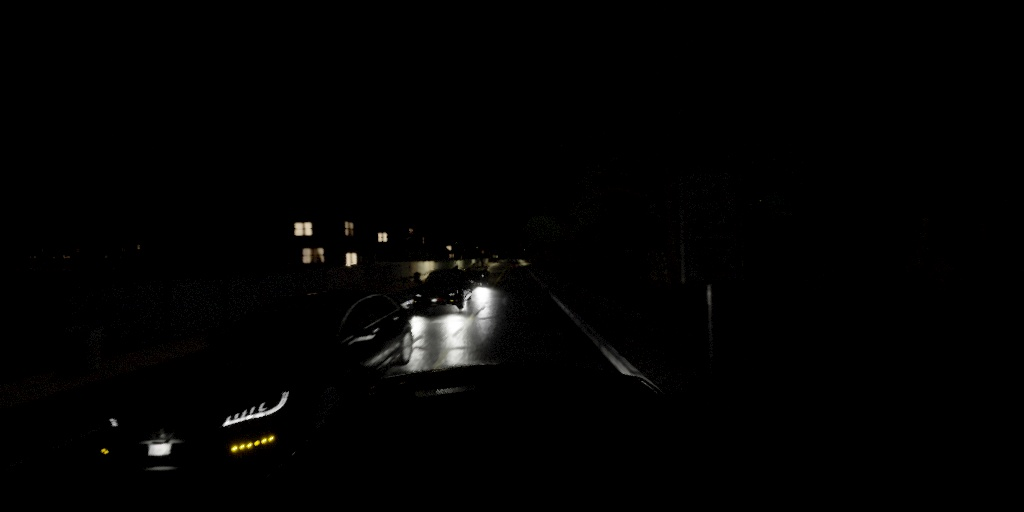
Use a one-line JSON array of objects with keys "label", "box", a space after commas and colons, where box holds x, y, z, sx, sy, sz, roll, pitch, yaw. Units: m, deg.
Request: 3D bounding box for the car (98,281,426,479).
[{"label": "car", "box": [-2.895, 1.345, 5.385, 1.837, 1.490, 4.892, -2, 0, 0]}]

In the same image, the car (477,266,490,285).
[{"label": "car", "box": [-2.731, 1.471, 27.283, 1.895, 1.301, 4.718, -2, 0, 1]}]

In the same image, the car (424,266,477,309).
[{"label": "car", "box": [-2.827, 1.358, 15.497, 1.837, 1.490, 4.892, -2, 0, 0]}]
